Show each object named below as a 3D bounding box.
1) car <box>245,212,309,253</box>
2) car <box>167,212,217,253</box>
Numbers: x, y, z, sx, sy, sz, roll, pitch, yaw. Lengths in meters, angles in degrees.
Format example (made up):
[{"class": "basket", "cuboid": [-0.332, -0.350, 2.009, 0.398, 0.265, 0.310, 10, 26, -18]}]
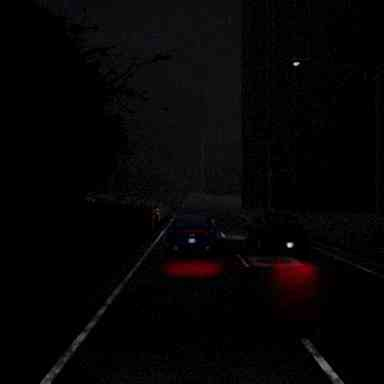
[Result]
[{"class": "car", "cuboid": [3.498, 1.643, 14.302, 1.837, 1.490, 4.892, 0, 0, 0]}, {"class": "car", "cuboid": [0.000, 1.614, 14.483, 1.882, 1.535, 5.008, 0, 0, 0]}]
